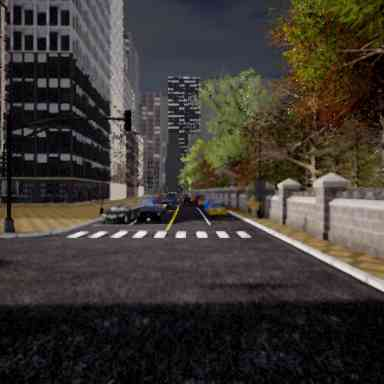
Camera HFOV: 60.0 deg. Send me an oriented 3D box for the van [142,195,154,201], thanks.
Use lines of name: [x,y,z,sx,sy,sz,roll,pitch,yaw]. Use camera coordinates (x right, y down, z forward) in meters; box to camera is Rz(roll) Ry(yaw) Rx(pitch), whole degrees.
van: [-6.062,1.337,47.055,1.690,1.788,3.998,0,0,-1]

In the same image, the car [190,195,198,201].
car: [0.586,1.481,86.328,1.752,1.417,4.829,0,0,-3]

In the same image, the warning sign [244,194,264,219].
warning sign: [4.762,1.108,25.627,1.300,1.860,1.060,0,0,-1]

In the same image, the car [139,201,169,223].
car: [-3.035,1.601,25.317,1.895,1.301,4.718,0,0,-1]

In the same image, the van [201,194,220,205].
van: [2.204,1.333,36.264,1.690,1.788,3.998,0,0,-1]

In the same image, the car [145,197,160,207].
car: [-6.208,1.537,52.600,1.887,1.381,4.507,0,0,-2]

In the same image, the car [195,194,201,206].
car: [1.807,1.509,53.063,1.752,1.417,4.829,0,0,-2]

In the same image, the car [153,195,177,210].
car: [-3.328,1.487,42.280,2.128,1.511,4.902,0,0,-1]

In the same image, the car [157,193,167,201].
car: [-7.183,1.285,80.323,2.192,1.841,5.009,0,0,-2]

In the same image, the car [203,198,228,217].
car: [2.301,1.519,30.891,1.752,1.417,4.829,0,0,-1]

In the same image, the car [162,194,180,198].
car: [-3.708,1.312,59.707,2.150,2.045,5.566,0,0,-2]

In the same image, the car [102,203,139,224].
car: [-5.490,1.554,24.877,2.008,1.369,4.403,0,0,-1]

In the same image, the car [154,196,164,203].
car: [-6.746,1.562,69.237,1.802,1.307,4.206,0,0,-2]

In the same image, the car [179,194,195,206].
car: [-0.832,1.510,55.648,1.812,1.442,4.674,0,0,-2]
